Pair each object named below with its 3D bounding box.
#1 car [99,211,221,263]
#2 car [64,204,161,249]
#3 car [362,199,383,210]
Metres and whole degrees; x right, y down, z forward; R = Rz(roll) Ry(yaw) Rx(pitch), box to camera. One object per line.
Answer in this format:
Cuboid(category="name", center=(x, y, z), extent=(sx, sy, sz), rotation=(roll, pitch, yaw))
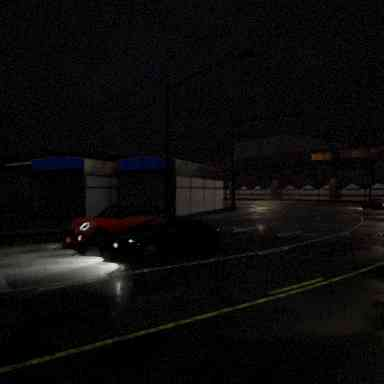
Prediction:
Cuboid(category="car", center=(-0.924, 1.564, 12.139), extent=(4.181, 1.385, 1.994), rotation=(0, 0, -38))
Cuboid(category="car", center=(-3.204, 1.351, 14.787), extent=(4.553, 1.767, 2.097), rotation=(0, 0, -38))
Cuboid(category="car", center=(23.097, 1.564, 41.752), extent=(1.994, 1.385, 4.181), rotation=(0, 0, 5))
